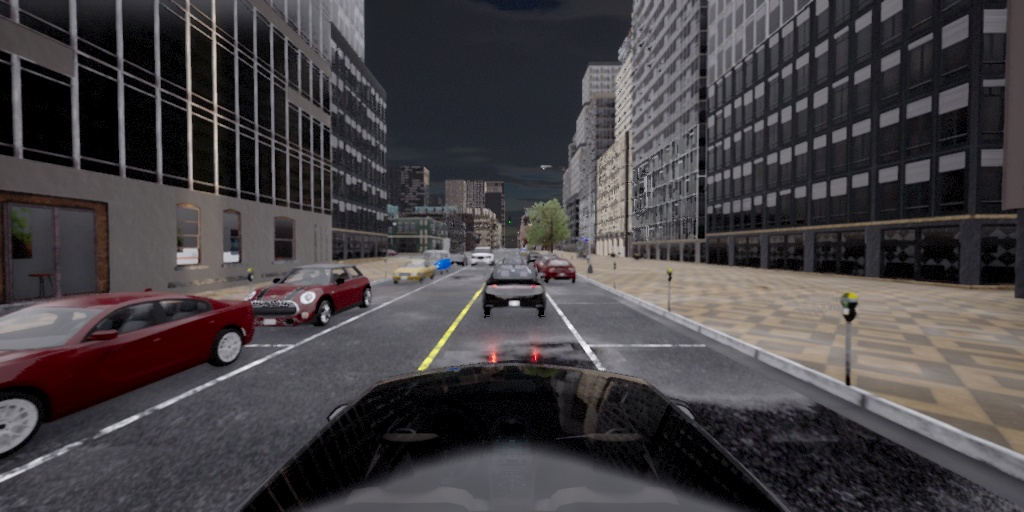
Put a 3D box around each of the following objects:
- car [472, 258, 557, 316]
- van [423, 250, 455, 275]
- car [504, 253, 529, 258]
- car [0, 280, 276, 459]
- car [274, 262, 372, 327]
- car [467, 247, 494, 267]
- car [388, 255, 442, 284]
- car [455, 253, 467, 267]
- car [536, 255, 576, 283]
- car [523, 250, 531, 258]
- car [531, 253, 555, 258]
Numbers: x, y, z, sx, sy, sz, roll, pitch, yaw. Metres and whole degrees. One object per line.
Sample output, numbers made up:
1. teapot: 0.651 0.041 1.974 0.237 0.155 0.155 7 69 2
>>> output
1. car: 0.074 0.983 11.960 2.128 1.511 4.902 0 2 0
2. van: -5.692 0.452 27.037 1.690 1.789 3.998 0 0 0
3. car: 0.080 0.689 27.944 1.895 1.301 4.718 0 1 0
4. car: -5.691 1.215 4.887 1.888 1.381 4.507 0 0 0
5. car: -5.691 0.970 10.425 1.967 1.591 4.097 0 0 0
6. car: -3.088 0.053 38.048 2.150 2.045 5.566 0 2 0
7. car: -5.692 0.776 21.329 1.751 1.417 4.829 0 0 0
8. car: -5.693 0.398 38.112 1.948 1.339 4.313 0 0 0
9. car: 2.688 0.796 21.500 1.888 1.381 4.507 0 0 0
10. car: 2.687 0.258 43.650 1.948 1.339 4.313 0 0 0
11. car: 2.688 0.551 27.038 1.967 1.591 4.097 0 0 0
